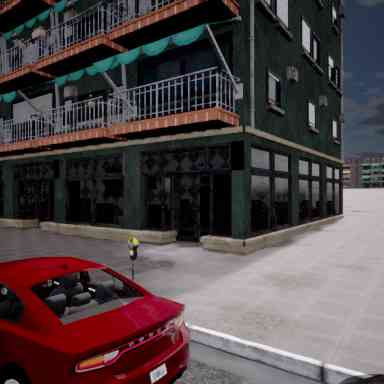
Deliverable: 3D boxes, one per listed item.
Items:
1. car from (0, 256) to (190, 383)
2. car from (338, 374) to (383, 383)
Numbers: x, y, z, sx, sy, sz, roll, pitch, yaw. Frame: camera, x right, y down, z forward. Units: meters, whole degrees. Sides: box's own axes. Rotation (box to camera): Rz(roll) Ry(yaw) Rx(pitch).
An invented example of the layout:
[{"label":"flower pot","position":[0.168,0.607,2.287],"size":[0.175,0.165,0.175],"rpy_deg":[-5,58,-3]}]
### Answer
[{"label":"car","position":[-2.128,1.545,4.383],"size":[4.507,1.381,1.887],"rpy_deg":[0,0,35]},{"label":"car","position":[2.469,1.566,1.122],"size":[4.313,1.339,1.947],"rpy_deg":[0,0,35]}]
